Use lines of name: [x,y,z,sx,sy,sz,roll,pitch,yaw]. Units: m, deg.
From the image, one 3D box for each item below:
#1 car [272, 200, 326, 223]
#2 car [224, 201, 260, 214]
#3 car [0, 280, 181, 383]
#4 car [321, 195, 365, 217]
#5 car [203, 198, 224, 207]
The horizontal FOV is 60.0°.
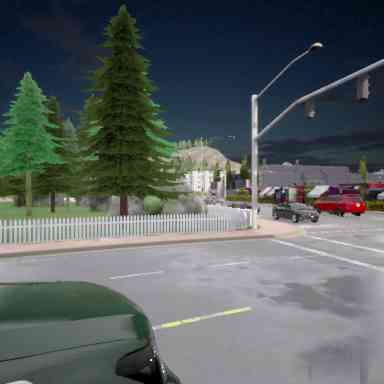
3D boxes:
car: [8.095,1.560,26.346,1.837,1.490,4.892,0,0,-14]
car: [5.458,1.656,35.432,1.895,1.301,4.718,0,0,-16]
car: [-2.732,1.221,1.688,5.566,2.045,2.150,0,0,-36]
car: [13.962,1.277,32.010,2.150,2.045,5.566,0,0,-16]
car: [2.800,1.548,44.588,2.128,1.511,4.902,0,0,-16]
